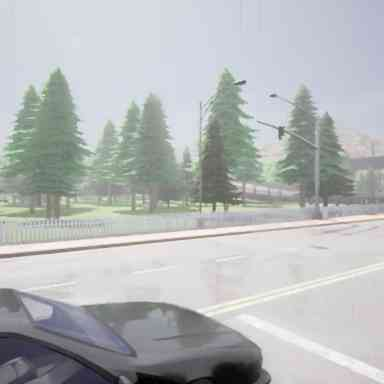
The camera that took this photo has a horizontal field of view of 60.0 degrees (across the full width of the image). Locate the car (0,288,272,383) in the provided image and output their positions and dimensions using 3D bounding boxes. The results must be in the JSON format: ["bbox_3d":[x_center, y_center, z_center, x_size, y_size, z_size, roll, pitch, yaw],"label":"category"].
[{"bbox_3d":[-1.830,1.547,2.459,5.357,1.411,2.033,0,0,-36],"label":"car"}]
